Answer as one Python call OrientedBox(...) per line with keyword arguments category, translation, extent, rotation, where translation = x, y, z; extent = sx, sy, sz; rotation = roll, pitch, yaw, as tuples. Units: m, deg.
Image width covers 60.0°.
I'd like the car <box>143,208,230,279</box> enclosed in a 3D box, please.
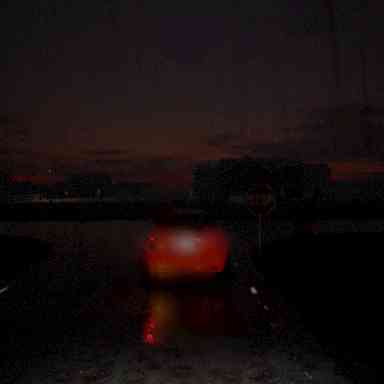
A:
OrientedBox(category="car", translation=(-0.228, 1.235, 9.843), extent=(2.097, 1.767, 4.553), rotation=(0, 1, -3))
